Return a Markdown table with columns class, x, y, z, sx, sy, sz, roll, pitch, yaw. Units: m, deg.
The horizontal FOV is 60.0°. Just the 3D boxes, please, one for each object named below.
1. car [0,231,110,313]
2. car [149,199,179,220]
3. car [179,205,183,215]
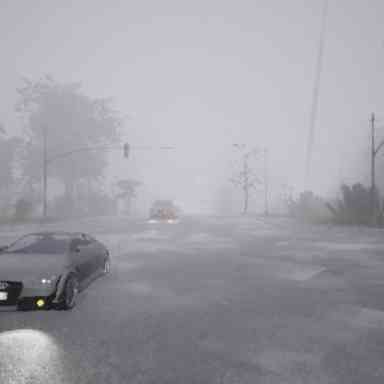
| class | x | y | z | sx | sy | sz | roll | pitch | yaw |
| --- | --- | --- | --- | --- | --- | --- | --- | --- | --- |
| car | -3.321 | 1.631 | 7.771 | 1.994 | 1.385 | 4.181 | 0 | 0 | 1 |
| car | -2.888 | 1.766 | 33.584 | 2.150 | 2.045 | 5.566 | 0 | 0 | 1 |
| car | -2.667 | 3.085 | 59.645 | 2.097 | 1.767 | 4.553 | 0 | -3 | 1 |
